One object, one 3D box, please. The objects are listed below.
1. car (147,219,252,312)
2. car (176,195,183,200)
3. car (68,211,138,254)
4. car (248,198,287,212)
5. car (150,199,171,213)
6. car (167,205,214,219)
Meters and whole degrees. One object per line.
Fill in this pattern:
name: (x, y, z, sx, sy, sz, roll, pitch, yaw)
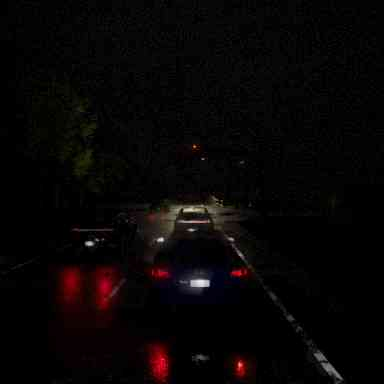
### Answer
car: (0.103, 1.566, 7.818, 1.994, 1.385, 4.181, 0, 0, -1)
car: (-3.565, 1.521, 93.367, 1.812, 1.442, 4.674, 0, 0, 0)
car: (-3.408, 1.494, 13.475, 2.128, 1.511, 4.902, 0, 0, 0)
car: (9.109, 1.524, 40.302, 4.553, 1.767, 2.097, 0, -1, 13)
car: (-3.424, 1.499, 36.339, 2.128, 1.511, 4.902, 0, 0, 0)
car: (0.093, 1.495, 16.721, 2.128, 1.511, 4.902, 0, 0, 0)
